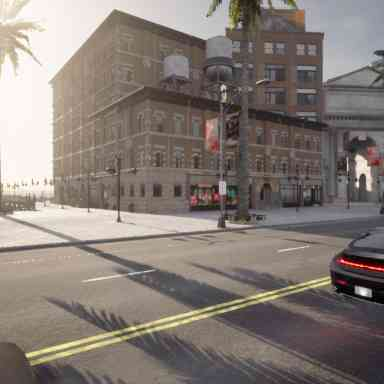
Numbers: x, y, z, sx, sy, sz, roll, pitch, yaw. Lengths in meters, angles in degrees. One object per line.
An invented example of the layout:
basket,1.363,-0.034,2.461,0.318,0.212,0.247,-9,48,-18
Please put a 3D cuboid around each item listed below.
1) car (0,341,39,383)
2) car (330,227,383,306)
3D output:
car,-3.422,1.547,1.294,5.357,1.411,2.033,0,0,-36
car,4.984,1.505,7.265,4.892,1.490,1.837,0,0,-36
